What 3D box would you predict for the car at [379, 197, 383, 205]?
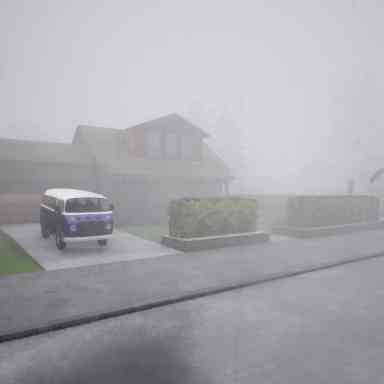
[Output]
[{"bbox_3d":[24.718,0.985,41.453,3.866,1.878,1.905,0,0,0],"label":"car"}]
